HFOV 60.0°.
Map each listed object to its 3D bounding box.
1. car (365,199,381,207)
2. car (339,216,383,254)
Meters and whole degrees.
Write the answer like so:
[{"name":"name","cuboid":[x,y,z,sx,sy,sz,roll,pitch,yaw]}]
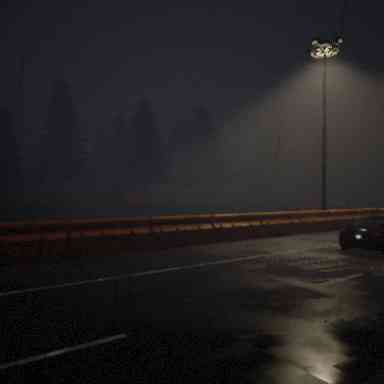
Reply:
[{"name":"car","cuboid":[34.541,2.075,63.292,1.882,1.535,5.008,0,0,41]},{"name":"car","cuboid":[7.994,1.697,13.850,4.181,1.385,1.994,1,0,-35]}]
